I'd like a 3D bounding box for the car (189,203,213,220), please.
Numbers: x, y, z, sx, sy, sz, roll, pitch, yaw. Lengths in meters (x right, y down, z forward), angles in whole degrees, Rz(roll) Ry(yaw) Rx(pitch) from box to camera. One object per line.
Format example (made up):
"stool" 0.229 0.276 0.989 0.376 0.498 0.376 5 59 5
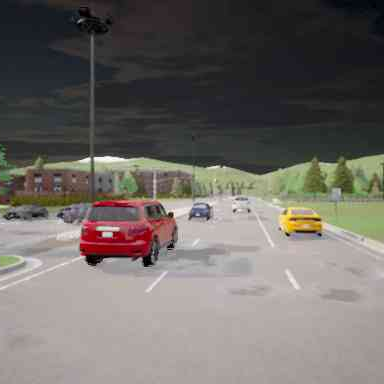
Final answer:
"car" 0.867 1.764 30.421 1.812 1.442 4.674 0 0 9

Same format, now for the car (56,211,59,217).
"car" -10.754 1.787 31.829 2.033 1.411 5.357 0 0 9

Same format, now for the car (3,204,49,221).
"car" -14.654 1.783 29.611 1.994 1.385 4.181 0 0 9

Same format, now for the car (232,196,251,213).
"car" 6.424 1.564 42.989 2.150 2.045 5.566 0 0 9

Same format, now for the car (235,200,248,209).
"car" 8.154 1.996 54.405 1.994 1.385 4.181 0 0 9

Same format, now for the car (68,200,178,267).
"car" -2.005 1.315 12.086 2.150 2.045 5.566 0 0 8

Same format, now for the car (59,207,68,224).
"car" -8.106 1.550 26.237 2.097 1.767 4.553 0 0 9

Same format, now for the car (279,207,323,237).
"car" 6.212 1.635 19.436 1.882 1.535 5.008 0 -1 9
